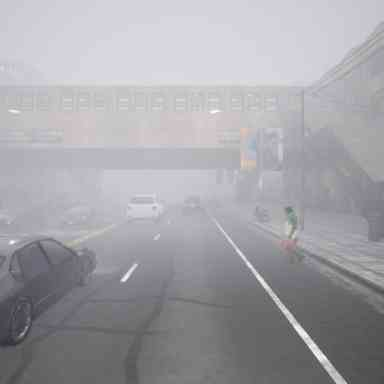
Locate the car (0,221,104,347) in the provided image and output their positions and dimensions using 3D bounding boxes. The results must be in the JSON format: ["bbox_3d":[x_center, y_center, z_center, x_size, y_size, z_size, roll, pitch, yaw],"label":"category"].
[{"bbox_3d":[-3.391,1.547,6.236,2.033,1.411,5.357,0,0,0],"label":"car"}]

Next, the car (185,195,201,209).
[{"bbox_3d":[0.208,1.350,47.157,2.097,1.767,4.553,0,0,1],"label":"car"}]

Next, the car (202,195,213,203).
[{"bbox_3d":[3.142,1.476,69.708,2.097,1.535,5.008,0,0,0],"label":"car"}]

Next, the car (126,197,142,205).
[{"bbox_3d":[-10.351,1.561,59.549,1.994,1.385,4.181,0,0,0],"label":"car"}]

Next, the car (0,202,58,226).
[{"bbox_3d":[-10.573,1.546,20.512,2.033,1.411,5.357,0,0,0],"label":"car"}]

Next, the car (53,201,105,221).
[{"bbox_3d":[-7.070,1.524,21.804,1.812,1.442,4.674,0,0,0],"label":"car"}]

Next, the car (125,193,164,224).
[{"bbox_3d":[-3.368,1.223,24.749,2.150,2.045,5.566,0,0,0],"label":"car"}]

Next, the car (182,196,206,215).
[{"bbox_3d":[0.138,1.351,33.658,2.097,1.767,4.553,0,0,2],"label":"car"}]

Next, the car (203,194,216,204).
[{"bbox_3d":[3.269,1.351,63.283,2.185,1.767,4.553,0,0,0],"label":"car"}]

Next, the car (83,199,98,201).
[{"bbox_3d":[-13.537,1.593,41.309,1.895,1.301,4.718,0,0,0],"label":"car"}]

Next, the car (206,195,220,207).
[{"bbox_3d":[3.214,1.478,52.507,2.231,1.521,4.892,0,0,10],"label":"car"}]

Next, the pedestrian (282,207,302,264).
[{"bbox_3d":[3.127,1.294,10.430,0.375,1.860,0.375,0,0,0],"label":"pedestrian"}]

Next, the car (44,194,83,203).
[{"bbox_3d":[-13.505,1.227,33.913,2.435,2.045,5.566,0,0,0],"label":"car"}]

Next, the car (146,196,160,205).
[{"bbox_3d":[-6.860,1.475,58.423,1.882,1.535,5.008,0,0,0],"label":"car"}]
